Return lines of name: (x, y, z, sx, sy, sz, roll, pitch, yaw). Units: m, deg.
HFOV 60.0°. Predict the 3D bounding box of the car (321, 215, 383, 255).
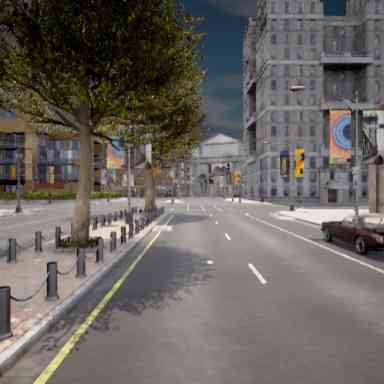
car: (6.749, 1.552, 12.948, 1.895, 1.301, 4.718, 0, 0, 0)
